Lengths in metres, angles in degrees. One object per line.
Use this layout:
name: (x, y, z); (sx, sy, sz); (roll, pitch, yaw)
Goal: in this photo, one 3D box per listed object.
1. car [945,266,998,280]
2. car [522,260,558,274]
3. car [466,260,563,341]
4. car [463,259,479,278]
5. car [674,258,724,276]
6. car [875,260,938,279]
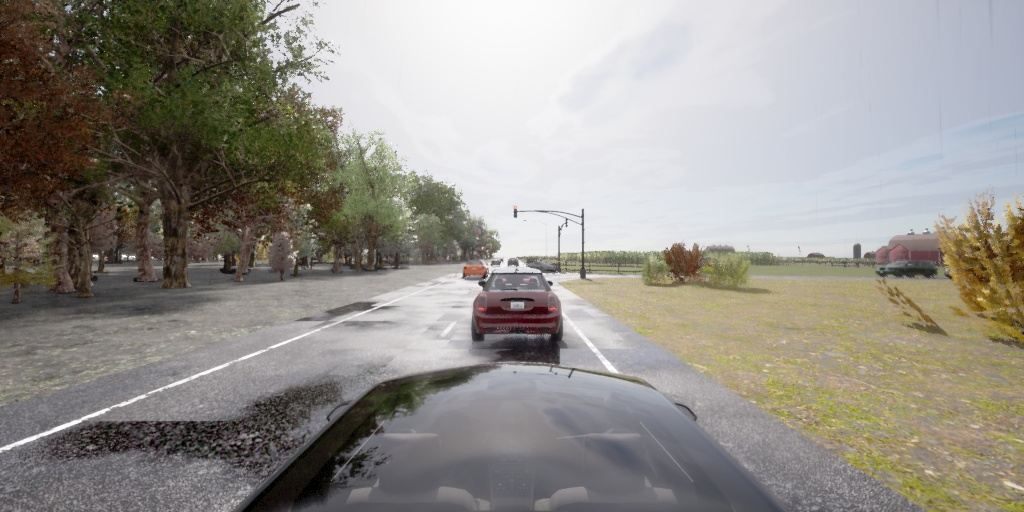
car: (48.571, 1.768, 37.579); (4.902, 1.511, 2.128); (1, -1, 1)
car: (3.539, 1.382, 45.943); (1.994, 1.385, 4.181); (-1, 3, -45)
car: (0.110, 1.104, 10.017); (2.097, 1.767, 4.553); (0, 0, 0)
car: (-3.342, 1.107, 33.815); (2.097, 1.767, 4.553); (0, 0, 0)
car: (21.705, 1.264, 41.389); (5.566, 2.045, 2.150); (1, -1, 0)
car: (45.297, 1.524, 41.211); (5.566, 2.045, 2.150); (1, -1, 1)
